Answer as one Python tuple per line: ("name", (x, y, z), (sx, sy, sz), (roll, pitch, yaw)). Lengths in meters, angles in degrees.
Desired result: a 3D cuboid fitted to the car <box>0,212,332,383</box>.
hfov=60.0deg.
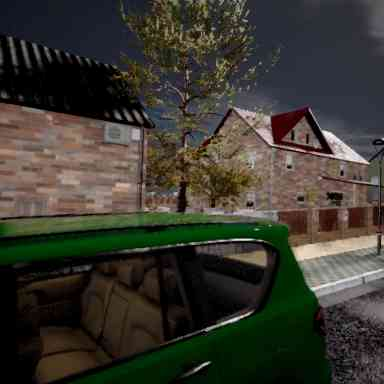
("car", (-1.435, 1.221, 2.049), (5.566, 2.045, 2.150), (0, 0, -35))
